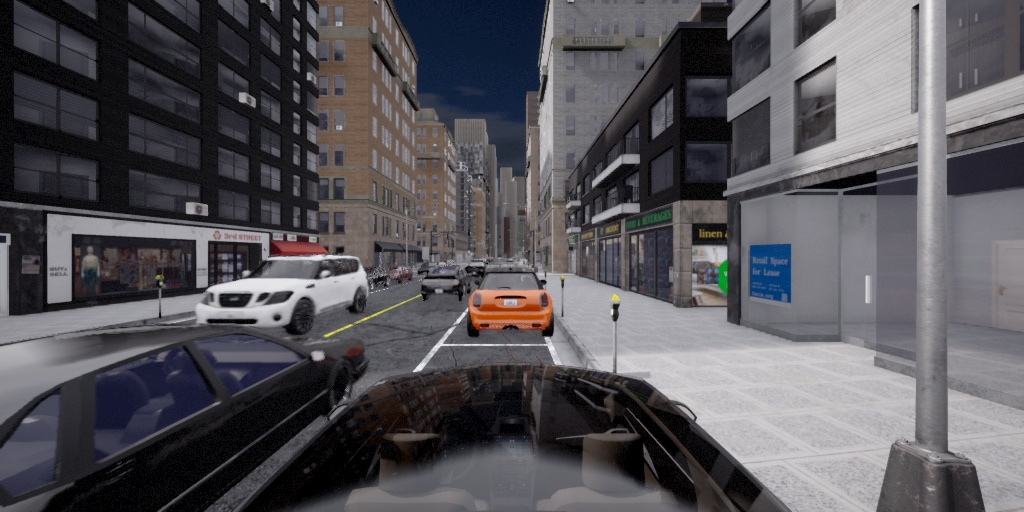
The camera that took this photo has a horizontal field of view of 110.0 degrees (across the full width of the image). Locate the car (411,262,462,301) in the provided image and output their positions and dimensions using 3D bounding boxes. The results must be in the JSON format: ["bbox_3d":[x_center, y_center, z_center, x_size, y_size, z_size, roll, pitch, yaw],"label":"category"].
[{"bbox_3d":[-3.045,1.243,17.395,2.128,1.511,4.902,0,0,0],"label":"car"}]

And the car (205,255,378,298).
[{"bbox_3d":[-6.257,0.972,10.761,2.150,2.045,5.566,0,0,0],"label":"car"}]

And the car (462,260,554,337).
[{"bbox_3d":[-0.033,1.103,10.470,2.097,1.767,4.553,0,0,0],"label":"car"}]

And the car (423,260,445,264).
[{"bbox_3d":[-8.813,1.322,38.333,1.948,1.339,4.313,0,0,0],"label":"car"}]

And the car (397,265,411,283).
[{"bbox_3d":[-8.813,1.335,27.331,1.802,1.307,4.207,0,0,0],"label":"car"}]

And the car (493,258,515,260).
[{"bbox_3d":[-0.288,1.193,27.330,1.967,1.591,4.097,0,0,0],"label":"car"}]

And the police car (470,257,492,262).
[{"bbox_3d":[-3.145,1.179,32.063,1.930,1.638,5.238,0,0,0],"label":"police car"}]

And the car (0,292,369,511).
[{"bbox_3d":[-3.044,1.297,2.885,2.033,1.411,5.357,0,0,0],"label":"car"}]

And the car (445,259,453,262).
[{"bbox_3d":[-8.814,1.341,43.834,1.802,1.307,4.207,0,0,0],"label":"car"}]

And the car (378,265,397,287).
[{"bbox_3d":[-8.813,1.318,21.829,1.948,1.339,4.313,0,0,0],"label":"car"}]
